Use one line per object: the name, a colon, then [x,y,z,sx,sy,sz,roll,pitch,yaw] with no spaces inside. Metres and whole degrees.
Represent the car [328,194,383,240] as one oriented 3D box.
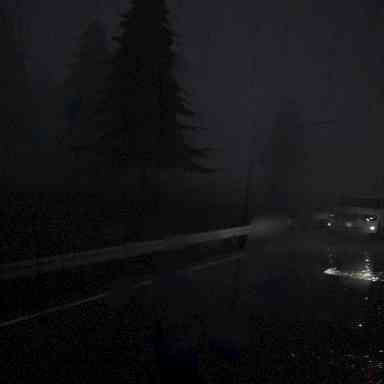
car: [8.841,1.131,17.197,2.150,2.045,5.566,2,1,39]
